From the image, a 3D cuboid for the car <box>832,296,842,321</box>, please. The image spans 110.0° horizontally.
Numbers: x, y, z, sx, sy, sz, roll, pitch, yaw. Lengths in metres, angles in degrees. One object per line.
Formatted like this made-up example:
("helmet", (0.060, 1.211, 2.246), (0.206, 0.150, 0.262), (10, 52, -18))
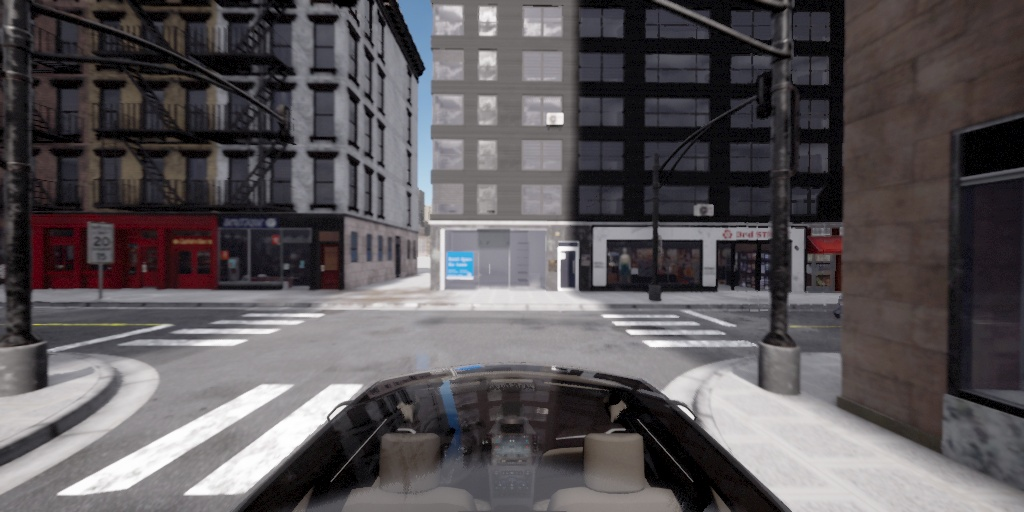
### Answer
("car", (11.237, 1.334, 8.911), (5.357, 1.411, 2.033), (0, 0, -1))
